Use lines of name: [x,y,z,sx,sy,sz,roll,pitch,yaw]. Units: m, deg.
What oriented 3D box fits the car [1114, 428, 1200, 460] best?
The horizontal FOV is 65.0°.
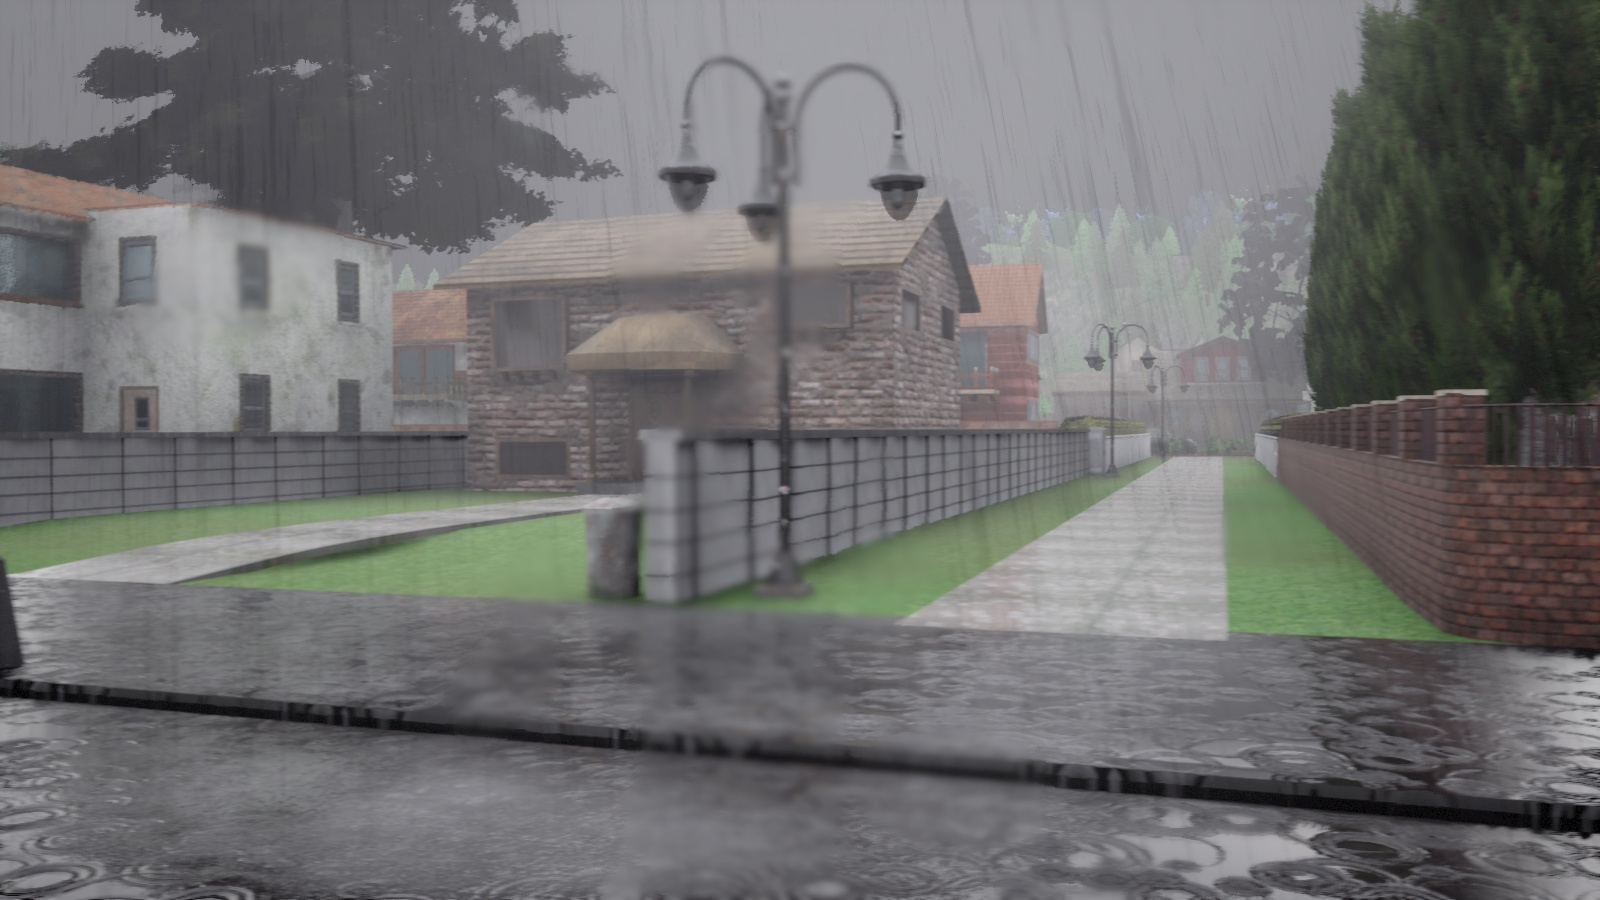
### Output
car: [20.110,-0.373,70.772,4.553,1.767,2.097,1,1,19]
